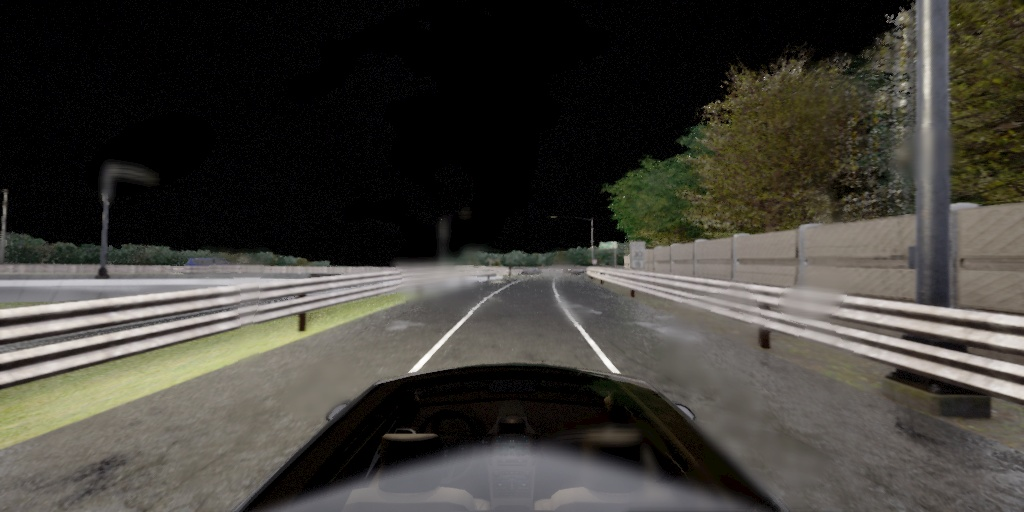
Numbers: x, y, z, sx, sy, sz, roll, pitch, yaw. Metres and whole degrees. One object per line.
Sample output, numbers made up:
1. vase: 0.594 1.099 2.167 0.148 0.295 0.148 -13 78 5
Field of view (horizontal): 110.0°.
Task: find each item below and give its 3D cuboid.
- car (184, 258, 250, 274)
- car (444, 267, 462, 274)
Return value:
1. car: -31.952 1.289 39.037 5.566 2.045 2.150 1 -2 -26
2. car: -9.038 2.353 54.241 4.674 1.442 1.812 2 -3 -40
